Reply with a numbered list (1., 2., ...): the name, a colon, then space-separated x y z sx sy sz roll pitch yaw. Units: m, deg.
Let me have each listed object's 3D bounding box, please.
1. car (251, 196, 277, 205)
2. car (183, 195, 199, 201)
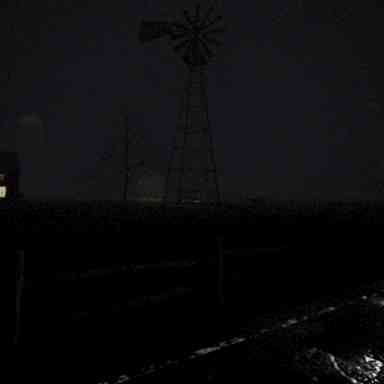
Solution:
1. car: 12.806 1.492 59.204 2.128 1.511 4.902 2 0 -36
2. car: -0.158 1.348 76.915 1.994 1.385 4.181 2 0 -36
